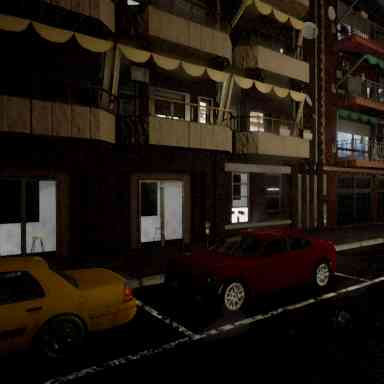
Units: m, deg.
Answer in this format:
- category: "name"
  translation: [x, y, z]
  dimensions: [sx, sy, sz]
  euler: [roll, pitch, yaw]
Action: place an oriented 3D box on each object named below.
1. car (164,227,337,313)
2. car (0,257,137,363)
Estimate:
- category: "car"
  translation: [1.488, 1.544, 7.628]
  dimensions: [4.507, 1.381, 1.887]
  euler: [0, 0, -36]
- category: "car"
  translation: [-3.149, 1.525, 4.321]
  dimensions: [4.829, 1.417, 1.752]
  euler: [0, 0, -36]
